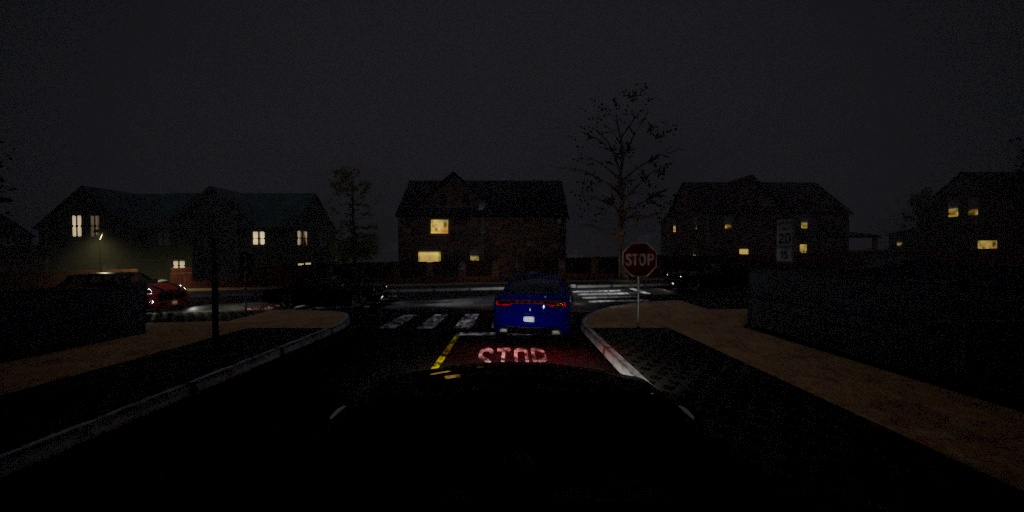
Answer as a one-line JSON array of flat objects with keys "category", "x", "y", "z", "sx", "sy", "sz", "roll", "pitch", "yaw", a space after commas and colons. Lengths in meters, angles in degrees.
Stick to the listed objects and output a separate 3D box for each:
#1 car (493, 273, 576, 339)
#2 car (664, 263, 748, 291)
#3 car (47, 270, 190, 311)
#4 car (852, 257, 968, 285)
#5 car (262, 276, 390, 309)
[{"category": "car", "x": 0.789, "y": 1.226, "z": 10.247, "sx": 1.882, "sy": 1.535, "sz": 5.008, "roll": 0, "pitch": 0, "yaw": 10}, {"category": "car", "x": 10.415, "y": 1.033, "z": 18.380, "sx": 4.718, "sy": 1.301, "sz": 1.895, "roll": -1, "pitch": 1, "yaw": -1}, {"category": "car", "x": -16.795, "y": 1.471, "z": 15.452, "sx": 4.553, "sy": 1.767, "sz": 2.097, "roll": -1, "pitch": 1, "yaw": 0}, {"category": "car", "x": 20.061, "y": 0.752, "z": 18.413, "sx": 5.357, "sy": 1.411, "sz": 2.033, "roll": -1, "pitch": 1, "yaw": 0}, {"category": "car", "x": -7.807, "y": 1.505, "z": 15.457, "sx": 4.718, "sy": 1.301, "sz": 1.895, "roll": -1, "pitch": 1, "yaw": 0}]
